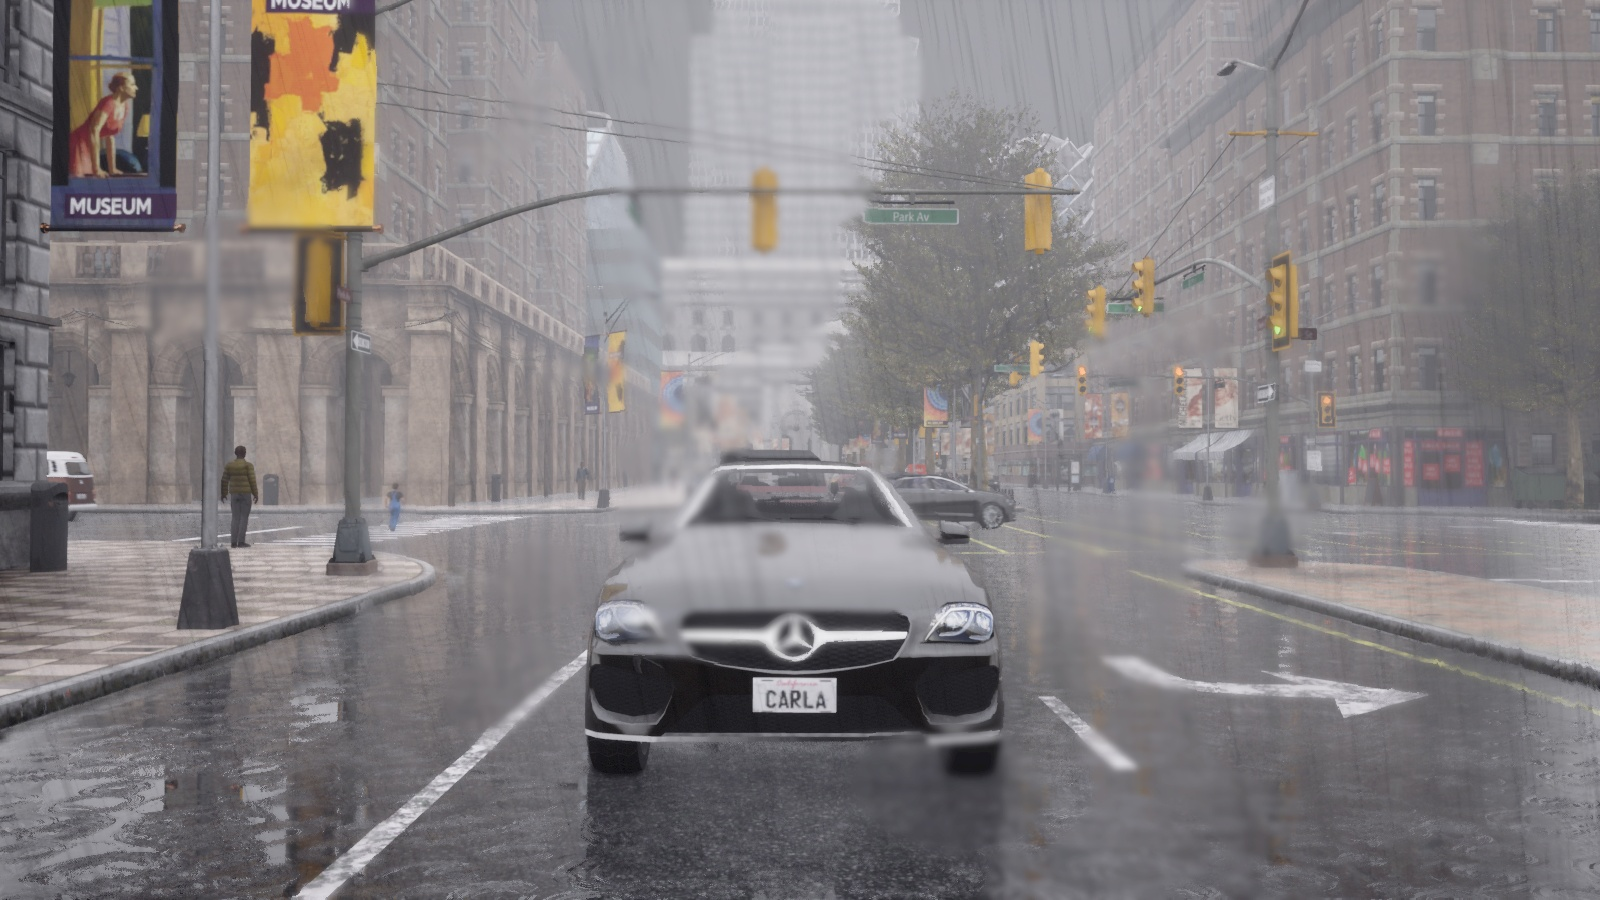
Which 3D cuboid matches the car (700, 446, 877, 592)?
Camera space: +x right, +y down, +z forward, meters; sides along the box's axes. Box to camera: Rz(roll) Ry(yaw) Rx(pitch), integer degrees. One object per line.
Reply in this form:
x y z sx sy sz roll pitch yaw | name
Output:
-0.294 0.918 18.273 1.905 1.878 3.866 0 -1 -11 | car

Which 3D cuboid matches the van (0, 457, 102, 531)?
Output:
-22.667 1.227 35.716 4.480 2.038 2.069 0 -1 -1 | van

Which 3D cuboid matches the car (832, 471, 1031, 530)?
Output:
3.522 1.325 33.907 4.902 1.511 2.128 0 -1 -17 | car

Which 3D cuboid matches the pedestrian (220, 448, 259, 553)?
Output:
-9.985 0.886 22.381 0.370 1.835 0.726 0 -1 1 | pedestrian

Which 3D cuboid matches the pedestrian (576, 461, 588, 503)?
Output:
-10.170 1.492 58.484 0.423 1.949 0.788 0 -1 0 | pedestrian

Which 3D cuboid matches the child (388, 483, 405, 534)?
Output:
-10.036 1.455 31.250 0.270 1.263 0.437 0 -1 1 | child

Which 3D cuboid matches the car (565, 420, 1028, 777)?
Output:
-0.025 0.733 8.363 2.152 1.651 5.027 0 -1 0 | car
